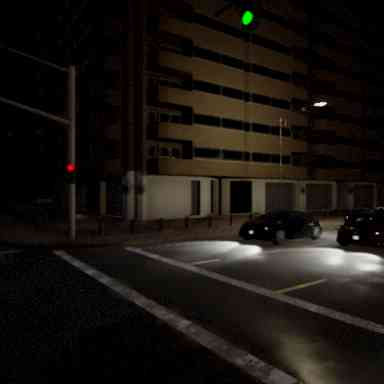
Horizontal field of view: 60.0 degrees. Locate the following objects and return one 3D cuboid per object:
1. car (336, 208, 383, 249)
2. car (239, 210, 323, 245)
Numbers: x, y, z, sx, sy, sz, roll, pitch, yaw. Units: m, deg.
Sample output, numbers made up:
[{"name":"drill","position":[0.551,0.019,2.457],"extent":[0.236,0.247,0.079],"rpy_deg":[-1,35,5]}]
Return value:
[{"name":"car","position":[7.872,1.551,13.799],"extent":[4.181,1.385,1.994],"rpy_deg":[0,0,-35]},{"name":"car","position":[4.190,1.552,15.498],"extent":[4.181,1.385,1.994],"rpy_deg":[0,0,-35]}]
